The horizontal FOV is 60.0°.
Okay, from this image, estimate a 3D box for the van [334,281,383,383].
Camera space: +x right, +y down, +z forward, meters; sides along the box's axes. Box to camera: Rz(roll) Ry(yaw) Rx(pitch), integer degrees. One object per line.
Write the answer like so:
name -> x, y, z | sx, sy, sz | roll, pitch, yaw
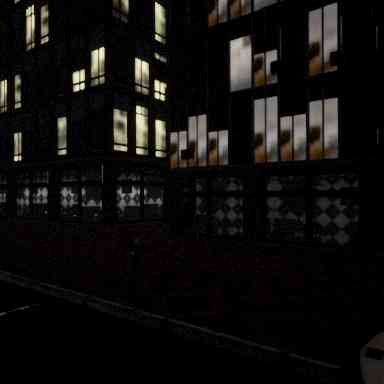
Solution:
van -> 2.538, 1.341, 1.074 | 3.998, 1.788, 1.690 | 0, 0, 35
